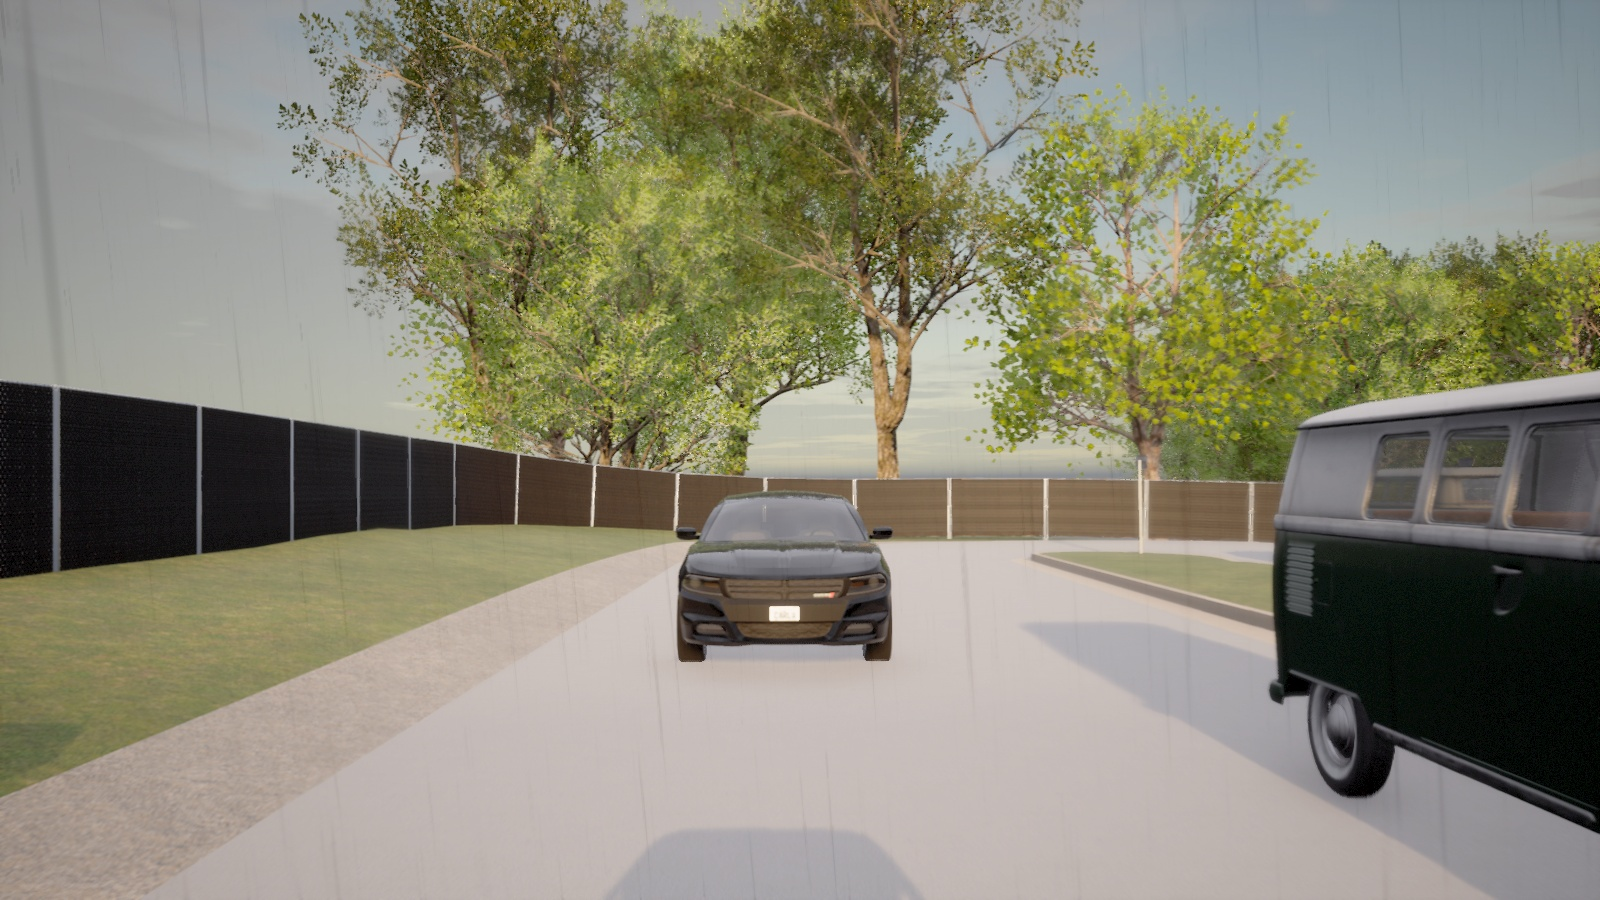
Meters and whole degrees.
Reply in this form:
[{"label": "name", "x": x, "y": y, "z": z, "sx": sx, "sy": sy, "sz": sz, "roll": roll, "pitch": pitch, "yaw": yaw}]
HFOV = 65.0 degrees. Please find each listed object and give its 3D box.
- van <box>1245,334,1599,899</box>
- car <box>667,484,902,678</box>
[{"label": "van", "x": 3.426, "y": 0.643, "z": 4.863, "sx": 1.775, "sy": 1.987, "sz": 4.442, "roll": 0, "pitch": -1, "yaw": -1}, {"label": "car", "x": -0.157, "y": 1.146, "z": 12.625, "sx": 1.882, "sy": 1.535, "sz": 5.008, "roll": -1, "pitch": -2, "yaw": -1}]
